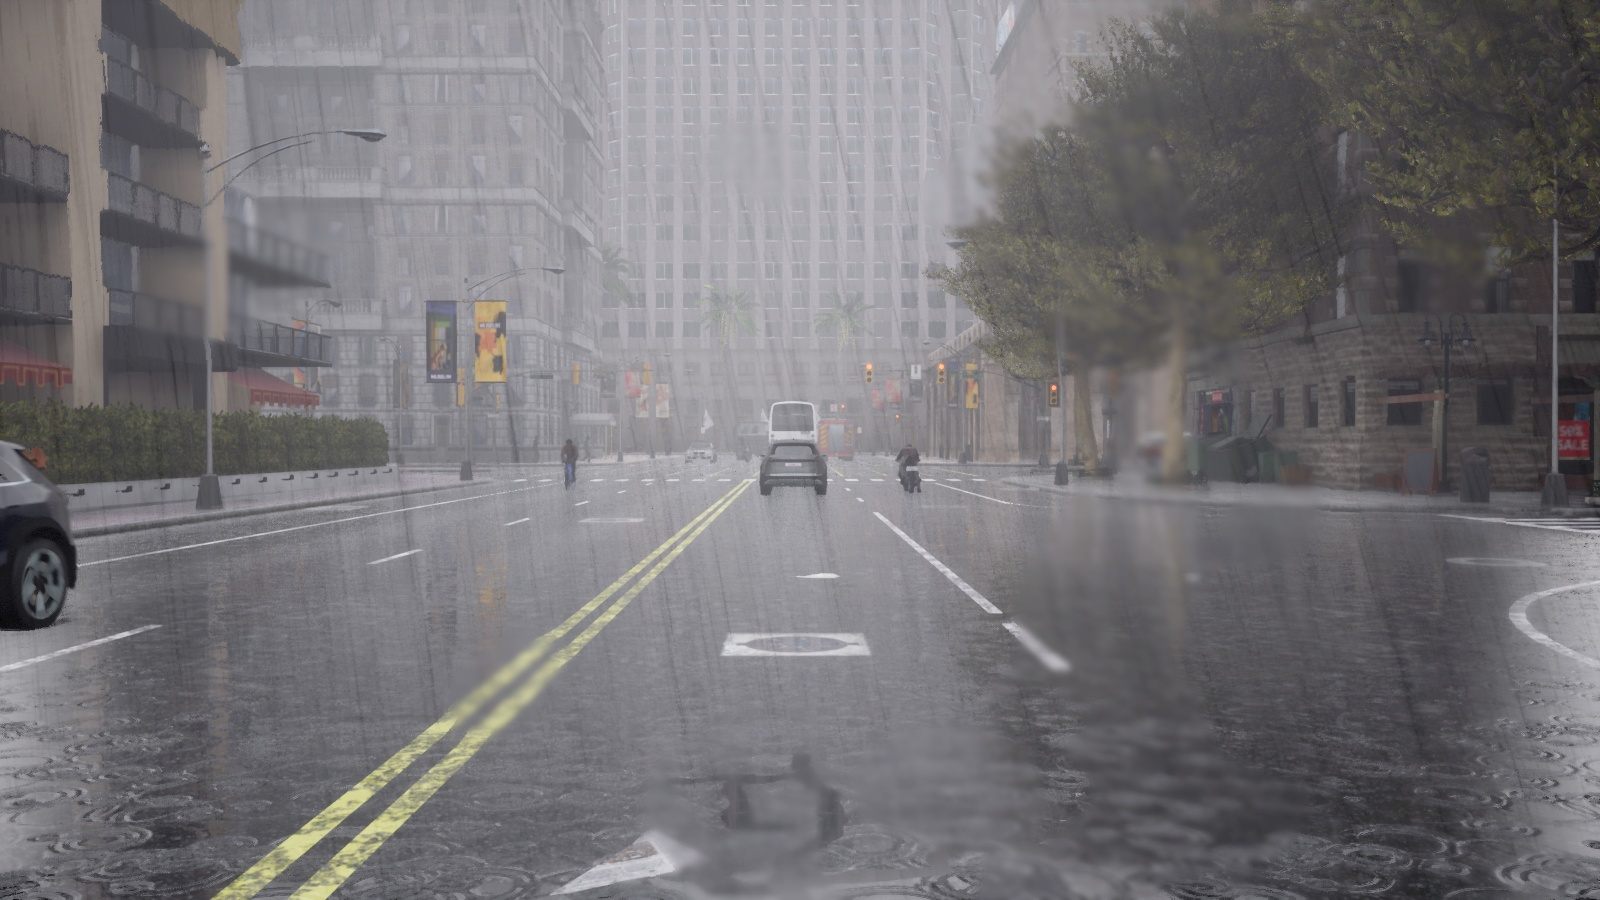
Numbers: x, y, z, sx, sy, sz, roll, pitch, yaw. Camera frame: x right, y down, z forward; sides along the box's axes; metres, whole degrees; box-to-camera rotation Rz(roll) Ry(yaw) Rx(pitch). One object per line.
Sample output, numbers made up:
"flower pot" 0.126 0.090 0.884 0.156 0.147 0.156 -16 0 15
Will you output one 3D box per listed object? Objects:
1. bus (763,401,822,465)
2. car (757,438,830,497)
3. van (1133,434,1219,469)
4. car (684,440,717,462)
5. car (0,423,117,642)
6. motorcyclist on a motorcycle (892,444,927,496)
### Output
"bus" -0.509 -1.131 88.625 3.944 4.253 10.273 0 0 0
"car" -0.196 0.465 37.376 2.033 1.649 4.856 0 0 0
"van" 22.090 0.071 73.871 4.480 2.038 2.069 0 0 1
"car" -7.558 0.043 95.907 2.242 1.667 4.611 0 0 0
"car" -7.020 0.622 8.626 2.033 1.649 4.856 0 0 0
"motorcyclist on a motorcycle" 3.298 0.569 38.045 0.866 1.530 2.191 0 0 0
